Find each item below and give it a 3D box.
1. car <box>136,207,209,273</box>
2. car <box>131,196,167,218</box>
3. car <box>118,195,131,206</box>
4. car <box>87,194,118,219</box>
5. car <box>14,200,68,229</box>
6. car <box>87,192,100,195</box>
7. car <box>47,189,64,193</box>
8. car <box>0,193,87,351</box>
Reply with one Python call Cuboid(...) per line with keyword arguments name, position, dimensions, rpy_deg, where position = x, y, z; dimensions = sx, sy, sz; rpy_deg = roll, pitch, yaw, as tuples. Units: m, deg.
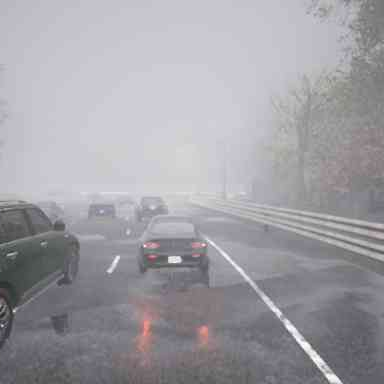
Cuboid(name="car", position=(-0.590, 1.395, 10.119), dimensions=(1.812, 1.442, 4.674), rpy_deg=(0, 1, -5))
Cuboid(name="car", position=(-3.000, 1.049, 23.848), dimensions=(2.097, 1.767, 4.553), rpy_deg=(0, 1, -12))
Cuboid(name="car", position=(-8.521, 1.080, 41.723), dimensions=(1.895, 1.301, 4.718), rpy_deg=(0, 1, -22))
Cuboid(name="car", position=(-6.833, 1.163, 25.373), dimensions=(1.882, 1.535, 5.008), rpy_deg=(0, 1, -14))
Cuboid(name="car", position=(-9.352, 1.293, 21.068), dimensions=(2.033, 1.411, 5.357), rpy_deg=(0, 1, -13))
Cuboid(name="car", position=(-17.190, 0.787, 58.450), dimensions=(1.837, 1.490, 4.892), rpy_deg=(0, 1, -30))
Cuboid(name="car", position=(-32.000, 0.286, 77.831), dimensions=(5.566, 2.045, 2.150), rpy_deg=(1, 1, 44))
Cuboid(name="car", position=(-3.734, 1.151, 5.901), dimensions=(2.150, 2.045, 5.566), rpy_deg=(0, 1, -3))
